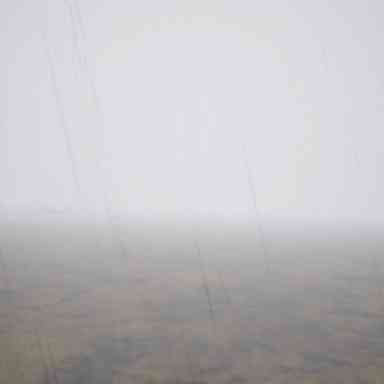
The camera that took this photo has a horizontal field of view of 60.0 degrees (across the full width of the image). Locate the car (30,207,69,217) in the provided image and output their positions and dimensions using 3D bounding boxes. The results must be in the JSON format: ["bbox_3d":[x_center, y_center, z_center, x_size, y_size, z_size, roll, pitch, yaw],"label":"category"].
[{"bbox_3d":[-19.279,2.680,45.284,1.895,1.301,4.718,-1,-3,35],"label":"car"}]
